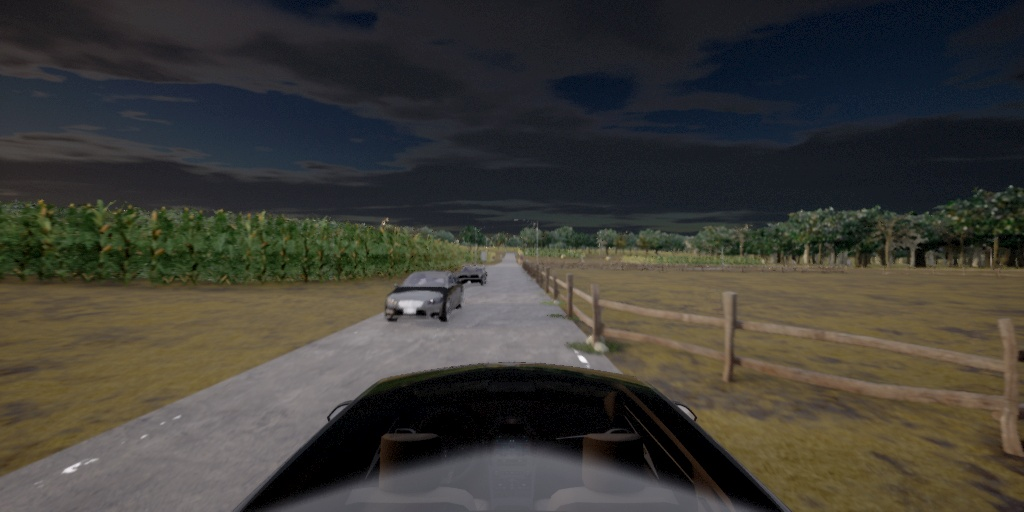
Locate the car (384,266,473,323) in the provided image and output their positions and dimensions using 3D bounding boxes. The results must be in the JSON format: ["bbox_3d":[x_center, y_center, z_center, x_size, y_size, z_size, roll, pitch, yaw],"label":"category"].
[{"bbox_3d":[-2.806,1.268,12.376,2.128,1.511,4.902,0,0,0],"label":"car"}]

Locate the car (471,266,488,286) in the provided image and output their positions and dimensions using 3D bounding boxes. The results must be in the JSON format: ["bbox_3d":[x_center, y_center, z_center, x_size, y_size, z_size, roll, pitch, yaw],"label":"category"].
[{"bbox_3d":[-2.803,1.400,25.831,1.895,1.301,4.718,0,0,0],"label":"car"}]
